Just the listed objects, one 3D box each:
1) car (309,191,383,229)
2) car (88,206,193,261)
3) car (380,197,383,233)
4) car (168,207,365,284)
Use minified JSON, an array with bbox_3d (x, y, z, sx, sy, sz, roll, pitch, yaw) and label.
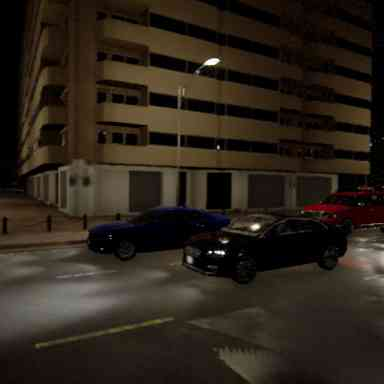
[{"bbox_3d":[7.721,0.998,16.179,5.566,2.045,2.150,0,1,-29],"label":"car"},{"bbox_3d":[-0.953,1.249,11.360,5.008,1.535,1.882,0,1,-29],"label":"car"},{"bbox_3d":[10.144,1.204,13.529,4.553,1.767,2.097,0,1,-29],"label":"car"},{"bbox_3d":[2.097,1.339,9.052,4.902,1.511,2.128,0,1,-29],"label":"car"}]
